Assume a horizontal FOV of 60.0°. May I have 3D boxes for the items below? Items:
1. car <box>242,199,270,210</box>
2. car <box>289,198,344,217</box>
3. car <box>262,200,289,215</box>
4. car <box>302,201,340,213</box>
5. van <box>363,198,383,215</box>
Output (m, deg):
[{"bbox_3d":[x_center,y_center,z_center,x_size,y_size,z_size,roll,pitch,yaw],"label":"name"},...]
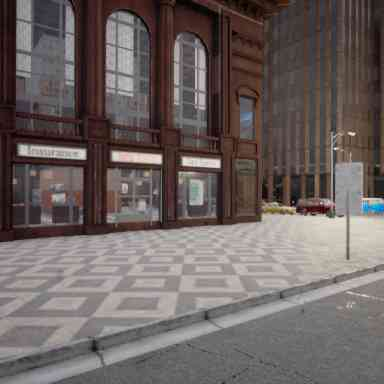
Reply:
[{"bbox_3d":[9.813,1.893,51.355,1.967,1.590,4.097,-1,0,-35],"label":"car"},{"bbox_3d":[12.595,1.522,32.650,2.192,1.841,5.009,0,0,-35],"label":"car"},{"bbox_3d":[9.449,1.799,37.103,1.752,1.417,4.829,0,0,-35],"label":"car"},{"bbox_3d":[16.308,1.898,42.170,1.802,1.307,4.206,-1,0,-35],"label":"car"},{"bbox_3d":[19.551,1.589,37.579,1.690,1.788,3.998,-1,0,-35],"label":"van"}]
